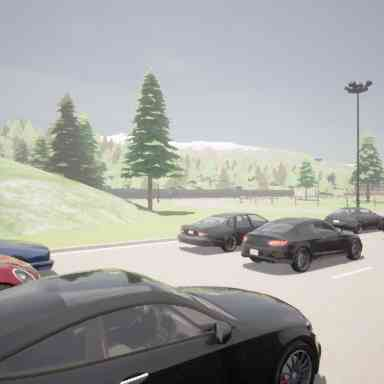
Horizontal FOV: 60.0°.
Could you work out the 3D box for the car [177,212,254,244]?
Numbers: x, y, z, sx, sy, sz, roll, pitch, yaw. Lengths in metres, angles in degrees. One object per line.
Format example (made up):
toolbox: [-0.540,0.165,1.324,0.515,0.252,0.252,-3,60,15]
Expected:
car: [1.990,1.547,13.845,5.357,1.411,2.033,0,0,-36]

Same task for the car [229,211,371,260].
car: [3.608,1.526,10.709,4.674,1.442,1.812,0,0,-36]

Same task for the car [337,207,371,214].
car: [9.471,1.564,19.265,4.181,1.385,1.994,0,0,-36]

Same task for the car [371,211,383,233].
car: [11.117,1.492,16.137,4.902,1.511,2.128,0,0,-36]

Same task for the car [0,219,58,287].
car: [-6.246,1.547,7.879,5.357,1.411,2.033,0,0,-36]

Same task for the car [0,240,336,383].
car: [-0.698,1.526,3.259,4.674,1.442,1.812,0,0,-36]

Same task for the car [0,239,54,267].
car: [-4.584,1.352,4.760,4.553,1.767,2.097,0,0,-36]
